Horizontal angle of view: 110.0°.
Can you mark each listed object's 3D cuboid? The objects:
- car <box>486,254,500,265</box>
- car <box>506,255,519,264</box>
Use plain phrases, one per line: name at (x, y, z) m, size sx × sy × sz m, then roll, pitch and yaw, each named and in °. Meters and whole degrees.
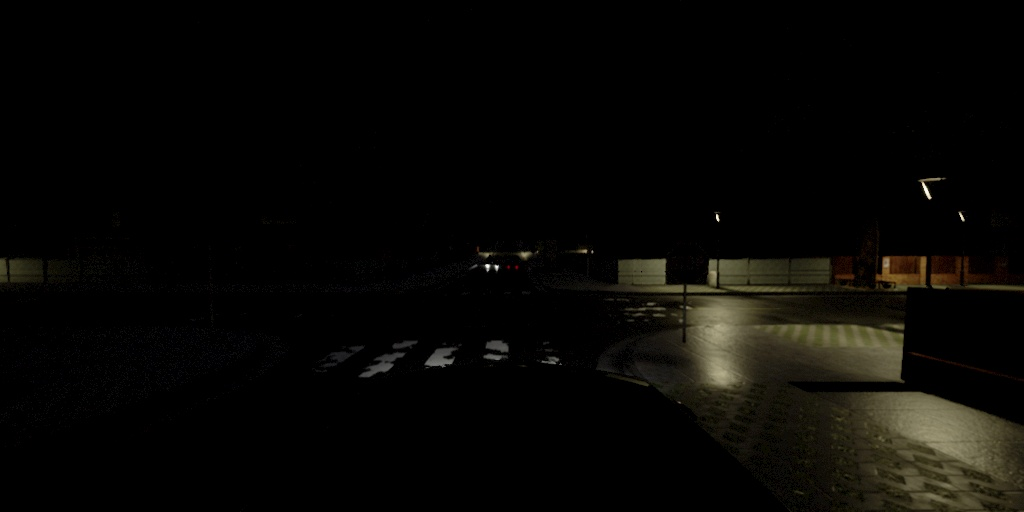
car at (-2.661, 0.475, 50.971) m, size 2.033 × 1.411 × 5.357 m, roll 0°, pitch 2°, yaw 0°
car at (0.094, 0.513, 51.530) m, size 1.895 × 1.301 × 4.718 m, roll 0°, pitch 2°, yaw 0°
